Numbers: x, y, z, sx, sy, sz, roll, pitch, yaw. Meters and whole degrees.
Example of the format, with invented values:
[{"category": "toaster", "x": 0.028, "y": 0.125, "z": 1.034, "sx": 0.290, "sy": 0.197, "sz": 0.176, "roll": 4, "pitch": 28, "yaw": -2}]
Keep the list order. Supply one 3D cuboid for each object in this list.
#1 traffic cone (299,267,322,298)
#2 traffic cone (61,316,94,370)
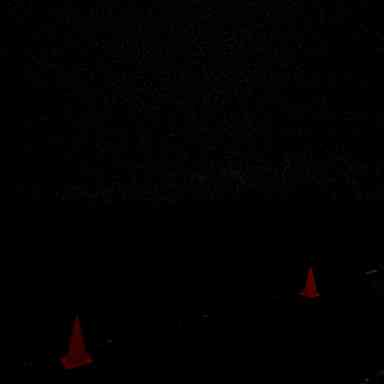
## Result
[{"category": "traffic cone", "x": 2.589, "y": 1.946, "z": 7.267, "sx": 0.340, "sy": 0.580, "sz": 0.340, "roll": 0, "pitch": 0, "yaw": -35}, {"category": "traffic cone", "x": -1.523, "y": 1.948, "z": 4.414, "sx": 0.340, "sy": 0.580, "sz": 0.340, "roll": 0, "pitch": 0, "yaw": -35}]
